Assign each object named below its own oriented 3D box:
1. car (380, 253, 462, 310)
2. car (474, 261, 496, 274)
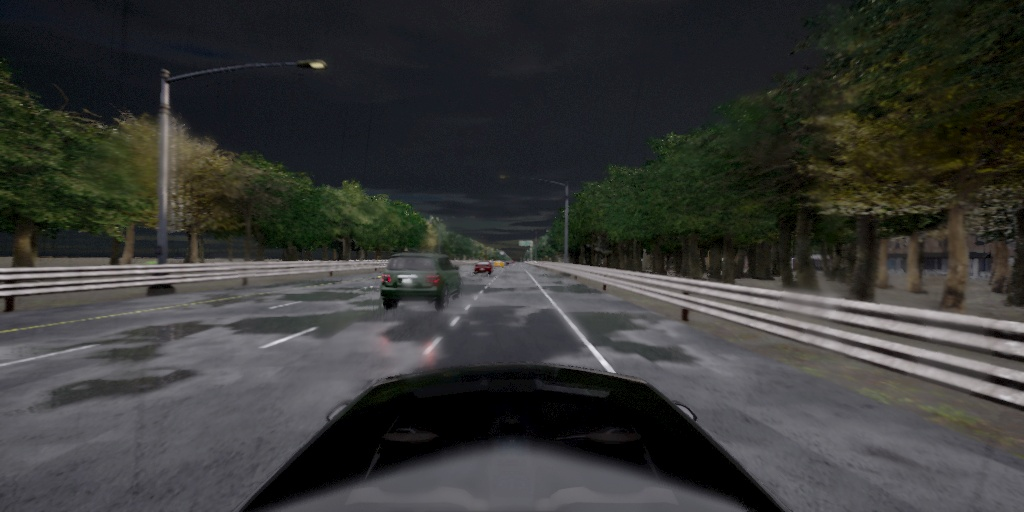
[{"bbox_3d":[-3.441,0.933,14.538,2.150,2.045,5.566,1,0,0],"label":"car"},{"bbox_3d":[-3.226,1.303,41.650,1.882,1.535,5.008,1,0,1],"label":"car"}]
